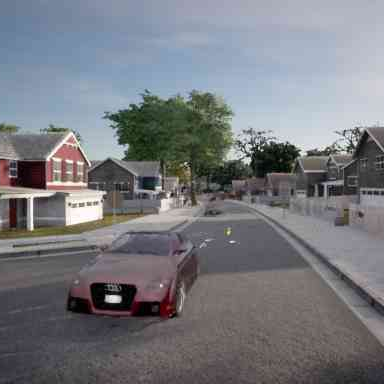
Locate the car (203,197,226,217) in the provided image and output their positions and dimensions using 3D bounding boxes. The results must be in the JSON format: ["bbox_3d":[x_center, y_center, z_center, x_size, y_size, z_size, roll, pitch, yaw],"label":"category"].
[{"bbox_3d":[2.210,1.586,32.141,1.837,1.490,4.892,0,0,6],"label":"car"}]

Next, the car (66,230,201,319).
[{"bbox_3d":[-0.985,1.567,7.424,1.994,1.385,4.181,0,0,9],"label":"car"}]

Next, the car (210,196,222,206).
[{"bbox_3d":[3.975,1.556,56.427,1.882,1.535,5.008,0,0,3],"label":"car"}]
